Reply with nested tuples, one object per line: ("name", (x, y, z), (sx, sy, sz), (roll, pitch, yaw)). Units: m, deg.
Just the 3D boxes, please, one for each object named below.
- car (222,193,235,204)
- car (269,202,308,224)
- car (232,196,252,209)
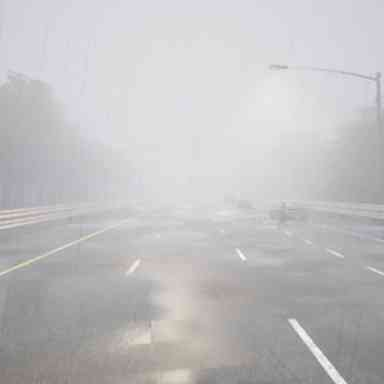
("car", (7.246, 1.280, 65.121), (2.150, 2.045, 5.566), (0, 0, 0))
("car", (7.039, 1.508, 24.608), (2.128, 1.511, 4.902), (0, 0, 0))
("car", (7.129, 1.604, 46.373), (1.994, 1.385, 4.181), (0, 0, 0))
